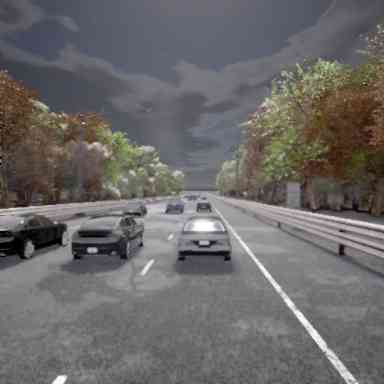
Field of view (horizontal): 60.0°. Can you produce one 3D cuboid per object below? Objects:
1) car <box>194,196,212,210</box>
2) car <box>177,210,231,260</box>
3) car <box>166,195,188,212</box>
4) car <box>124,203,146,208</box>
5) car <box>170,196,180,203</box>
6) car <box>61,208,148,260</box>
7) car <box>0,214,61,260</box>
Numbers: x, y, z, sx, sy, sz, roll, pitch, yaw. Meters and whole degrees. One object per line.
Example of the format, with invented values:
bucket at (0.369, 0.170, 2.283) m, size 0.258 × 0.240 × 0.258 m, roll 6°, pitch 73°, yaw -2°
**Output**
car at (1.547, 1.719, 43.796) m, size 1.882 × 1.535 × 5.008 m, roll 0°, pitch 0°, yaw 2°
car at (0.461, 1.624, 12.728) m, size 2.033 × 1.411 × 5.357 m, roll 0°, pitch 0°, yaw 2°
car at (-2.025, 1.594, 41.815) m, size 2.097 × 1.767 × 4.553 m, roll 0°, pitch 0°, yaw 2°
car at (-5.800, 1.779, 34.004) m, size 1.994 × 1.385 × 4.181 m, roll 0°, pitch 0°, yaw 2°
car at (-4.103, 1.798, 82.505) m, size 2.097 × 1.767 × 4.553 m, roll 0°, pitch 0°, yaw 2°
car at (-3.039, 1.596, 12.852) m, size 1.837 × 1.490 × 4.892 m, roll 0°, pitch 0°, yaw 2°
car at (-6.536, 1.580, 12.994) m, size 1.882 × 1.535 × 5.008 m, roll 0°, pitch 0°, yaw 2°
